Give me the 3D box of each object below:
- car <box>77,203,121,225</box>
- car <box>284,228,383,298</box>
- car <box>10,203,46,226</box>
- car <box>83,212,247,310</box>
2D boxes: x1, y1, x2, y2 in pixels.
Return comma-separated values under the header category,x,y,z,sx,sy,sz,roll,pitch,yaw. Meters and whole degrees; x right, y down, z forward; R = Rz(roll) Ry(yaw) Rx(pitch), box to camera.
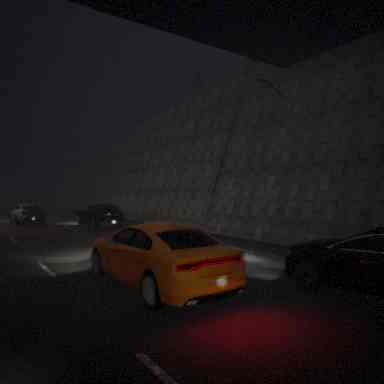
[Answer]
category,x,y,z,sx,sy,sz,roll,pitch,yaw
car,-5.994,1.505,21.631,1.837,1.490,4.892,0,0,-35
car,4.191,1.491,6.893,2.128,1.511,4.902,0,0,-35
car,-11.790,1.527,23.862,1.812,1.442,4.674,0,0,-35
car,-0.866,1.477,8.056,1.882,1.535,5.008,0,0,-35
